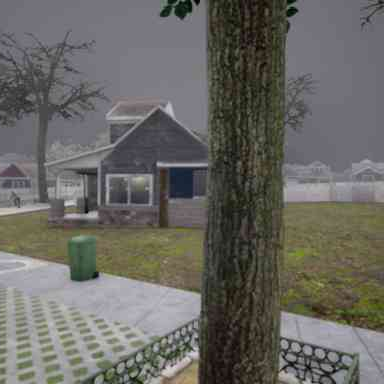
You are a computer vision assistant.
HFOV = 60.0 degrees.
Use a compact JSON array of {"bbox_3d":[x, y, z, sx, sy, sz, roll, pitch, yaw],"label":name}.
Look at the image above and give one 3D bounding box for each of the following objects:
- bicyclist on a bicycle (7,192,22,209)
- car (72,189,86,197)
[{"bbox_3d":[-16.845,0.781,31.512,1.656,1.620,0.582,1,2,10],"label":"bicyclist on a bicycle"},{"bbox_3d":[-18.221,0.102,56.234,2.033,1.411,5.357,1,2,11],"label":"car"}]
